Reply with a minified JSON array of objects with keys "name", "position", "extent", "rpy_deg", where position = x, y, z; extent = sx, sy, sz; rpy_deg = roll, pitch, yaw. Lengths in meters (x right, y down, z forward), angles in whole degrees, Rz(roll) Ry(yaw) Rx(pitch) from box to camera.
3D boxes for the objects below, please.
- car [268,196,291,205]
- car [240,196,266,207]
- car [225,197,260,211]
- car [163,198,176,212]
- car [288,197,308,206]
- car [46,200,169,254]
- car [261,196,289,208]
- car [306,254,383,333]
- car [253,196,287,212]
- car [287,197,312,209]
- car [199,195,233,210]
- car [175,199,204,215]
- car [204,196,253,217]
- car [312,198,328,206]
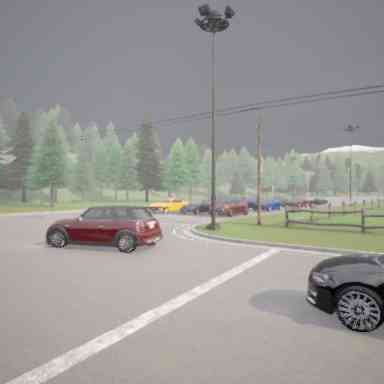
[{"name":"car","position":[15.465,1.481,58.797],"extent":[2.033,1.411,5.357],"rpy_deg":[0,0,37]},{"name":"car","position":[9.244,1.410,50.416],"extent":[1.882,1.535,5.008],"rpy_deg":[0,0,36]},{"name":"car","position":[6.219,1.435,40.417],"extent":[2.128,1.511,4.902],"rpy_deg":[0,0,36]},{"name":"car","position":[-2.347,1.409,34.630],"extent":[1.882,1.535,5.008],"rpy_deg":[0,0,36]},{"name":"car","position":[18.077,1.509,56.464],"extent":[1.994,1.385,4.181],"rpy_deg":[0,0,37]},{"name":"car","position":[-3.547,1.318,13.360],"extent":[4.553,1.767,2.097],"rpy_deg":[0,0,19]},{"name":"car","position":[12.126,1.435,48.431],"extent":[2.128,1.511,4.902],"rpy_deg":[0,0,37]},{"name":"car","position":[4.368,1.494,5.151],"extent":[4.902,1.511,2.128],"rpy_deg":[0,0,35]},{"name":"car","position":[8.700,1.432,37.884],"extent":[1.882,1.535,5.008],"rpy_deg":[0,0,36]},{"name":"car","position":[14.329,1.433,45.520],"extent":[1.882,1.535,5.008],"rpy_deg":[0,0,37]},{"name":"car","position":[3.093,1.284,42.071],"extent":[2.097,1.767,4.553],"rpy_deg":[0,0,36]},{"name":"car","position":[0.767,1.468,32.930],"extent":[1.812,1.442,4.674],"rpy_deg":[0,0,37]},{"name":"car","position":[3.428,1.306,30.668],"extent":[2.097,1.767,4.553],"rpy_deg":[0,0,36]},{"name":"car","position":[20.305,1.557,53.600],"extent":[1.895,1.301,4.718],"rpy_deg":[0,0,37]}]
